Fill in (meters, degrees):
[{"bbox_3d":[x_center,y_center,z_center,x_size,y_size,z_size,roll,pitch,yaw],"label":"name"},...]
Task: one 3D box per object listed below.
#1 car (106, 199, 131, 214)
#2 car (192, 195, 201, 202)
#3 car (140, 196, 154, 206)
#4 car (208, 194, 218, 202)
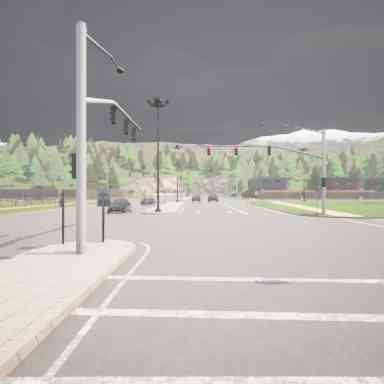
[{"bbox_3d":[-7.700,1.504,35.392,1.837,1.490,4.892,0,0,1],"label":"car"},{"bbox_3d":[0.877,1.358,69.806,2.128,1.511,4.902,0,0,1],"label":"car"},{"bbox_3d":[-7.401,1.491,55.334,2.128,1.511,4.902,0,0,1],"label":"car"},{"bbox_3d":[4.376,1.188,69.730,2.097,1.767,4.553,0,0,1],"label":"car"}]
